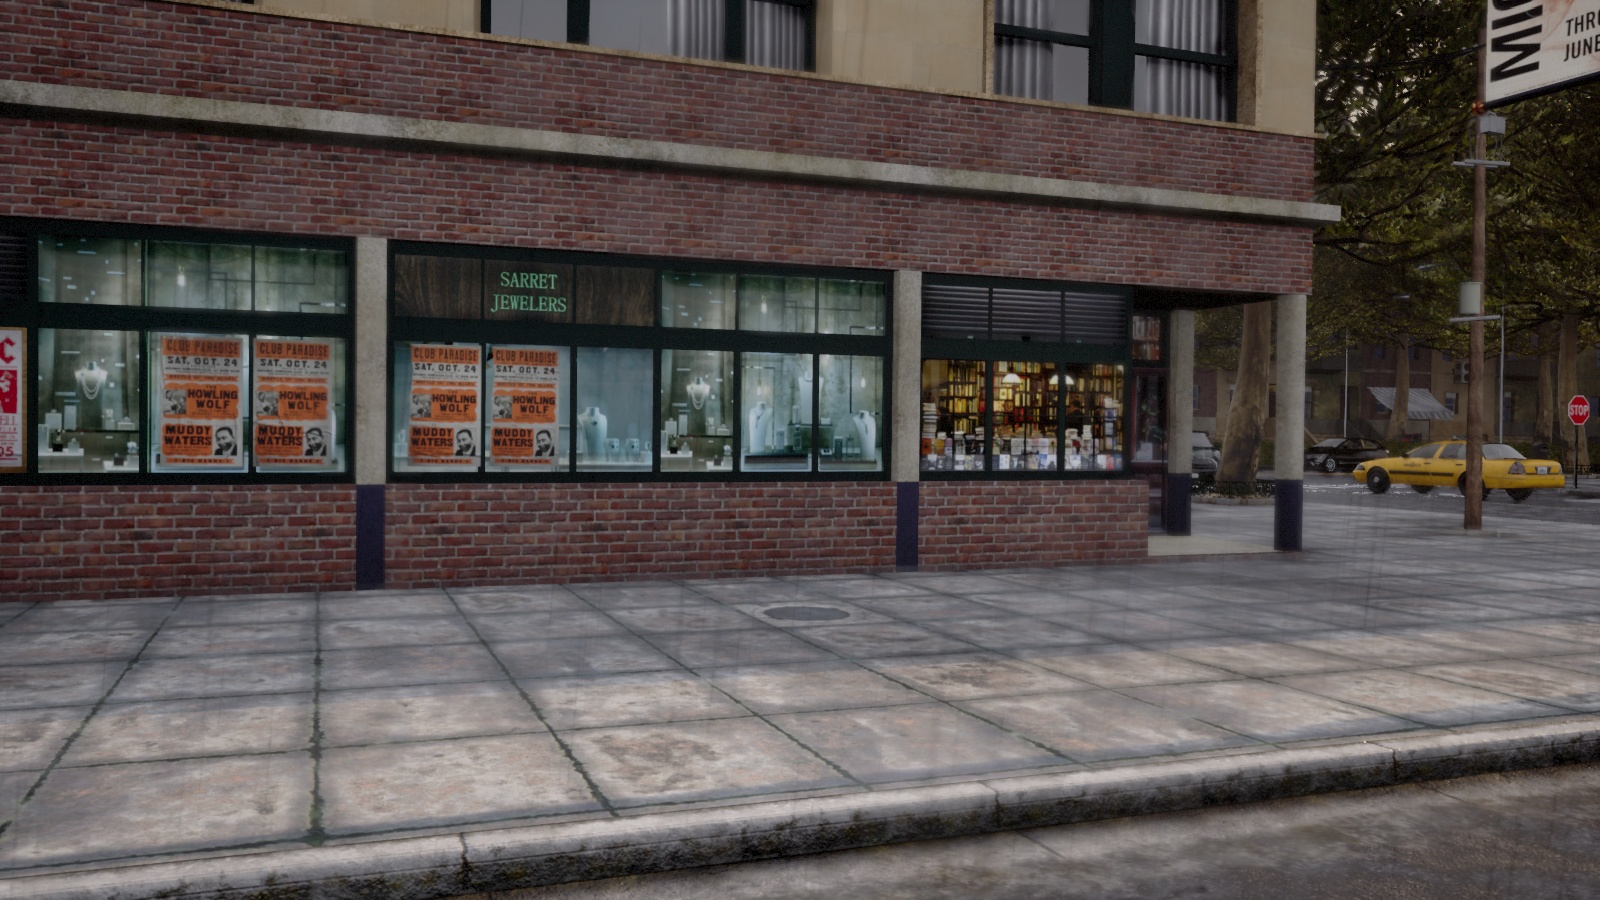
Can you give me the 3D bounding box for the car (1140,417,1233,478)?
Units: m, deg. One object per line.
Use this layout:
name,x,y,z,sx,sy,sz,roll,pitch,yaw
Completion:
car,11.911,-0.106,38.969,2.097,1.767,4.553,0,1,9

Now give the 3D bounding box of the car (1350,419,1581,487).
car,16.871,0.031,32.208,1.801,1.575,5.366,-1,1,-22

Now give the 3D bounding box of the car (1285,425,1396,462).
car,22.585,-0.286,52.478,4.193,1.474,1.816,-1,1,-21
